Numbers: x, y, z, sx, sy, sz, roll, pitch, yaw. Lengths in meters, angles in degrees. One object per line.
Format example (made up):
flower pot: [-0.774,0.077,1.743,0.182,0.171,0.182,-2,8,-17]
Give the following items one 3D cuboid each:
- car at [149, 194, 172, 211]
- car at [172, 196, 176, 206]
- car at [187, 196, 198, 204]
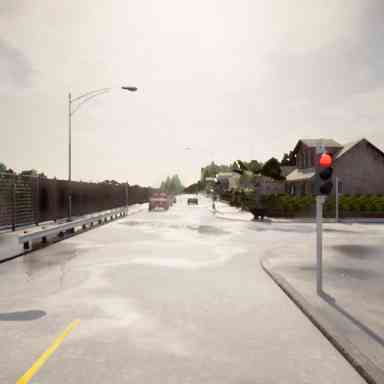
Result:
car: [-4.074,1.218,41.626,2.150,2.045,5.566,0,0,0]
car: [-4.069,1.348,51.466,2.097,1.767,4.553,0,0,0]
car: [0.121,1.487,62.140,2.128,1.511,4.902,0,0,0]
